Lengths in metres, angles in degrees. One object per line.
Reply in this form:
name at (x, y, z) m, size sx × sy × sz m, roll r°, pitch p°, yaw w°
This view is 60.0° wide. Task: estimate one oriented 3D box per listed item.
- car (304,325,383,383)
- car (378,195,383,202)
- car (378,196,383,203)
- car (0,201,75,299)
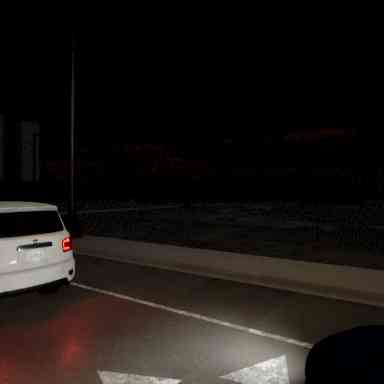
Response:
car at (3.020, 1.517, 1.833) m, size 4.674 × 1.442 × 1.812 m, roll 0°, pitch 0°, yaw 35°
car at (39.940, 1.369, 67.943) m, size 1.853 × 1.218 × 4.536 m, roll 1°, pitch 1°, yaw 6°
car at (39.934, 1.527, 67.893) m, size 2.038 × 1.542 × 4.974 m, roll 1°, pitch 1°, yaw 6°
car at (-5.017, 1.219, 7.565) m, size 5.566 × 2.045 × 2.150 m, roll 0°, pitch 0°, yaw 35°
